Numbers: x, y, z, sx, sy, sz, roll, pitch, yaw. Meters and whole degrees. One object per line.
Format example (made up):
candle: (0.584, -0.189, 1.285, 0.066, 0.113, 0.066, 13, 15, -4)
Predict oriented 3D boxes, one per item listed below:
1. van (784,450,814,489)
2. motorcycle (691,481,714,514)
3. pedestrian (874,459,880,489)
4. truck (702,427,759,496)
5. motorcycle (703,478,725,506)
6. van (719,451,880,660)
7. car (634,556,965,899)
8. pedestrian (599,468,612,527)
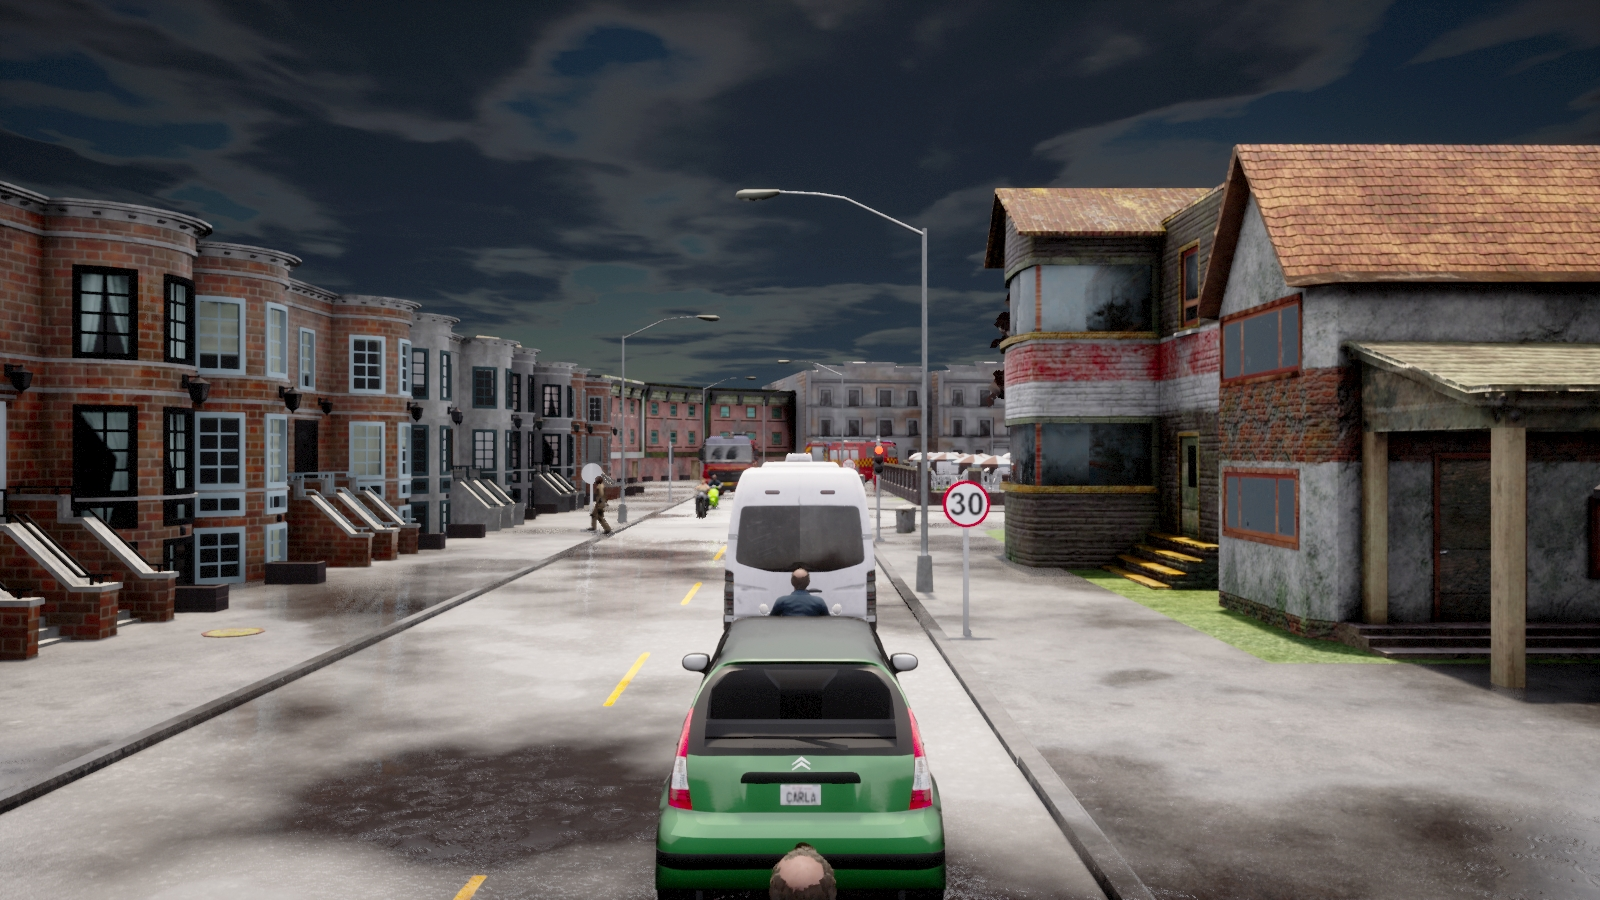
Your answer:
van: (-0.059, 1.283, 76.773, 1.988, 2.561, 5.915, 0, -1, 0)
motorcycle: (-4.004, 1.932, 46.973, 0.764, 1.277, 2.356, 0, 0, 0)
pedestrian: (4.756, 1.499, 70.816, 0.375, 1.860, 0.375, 0, 0, 0)
truck: (-4.026, 0.645, 67.872, 2.891, 3.827, 8.468, 0, 0, 0)
motorcycle: (-4.007, 1.941, 53.409, 0.856, 1.236, 1.805, 0, 0, 0)
van: (-0.006, 1.308, 17.043, 1.988, 2.561, 5.915, 0, 0, 0)
car: (-0.003, 1.776, 8.385, 1.851, 1.617, 3.988, 0, 0, 0)
pedestrian: (-6.166, 1.512, 36.230, 0.375, 1.860, 0.375, 0, 0, -3)
